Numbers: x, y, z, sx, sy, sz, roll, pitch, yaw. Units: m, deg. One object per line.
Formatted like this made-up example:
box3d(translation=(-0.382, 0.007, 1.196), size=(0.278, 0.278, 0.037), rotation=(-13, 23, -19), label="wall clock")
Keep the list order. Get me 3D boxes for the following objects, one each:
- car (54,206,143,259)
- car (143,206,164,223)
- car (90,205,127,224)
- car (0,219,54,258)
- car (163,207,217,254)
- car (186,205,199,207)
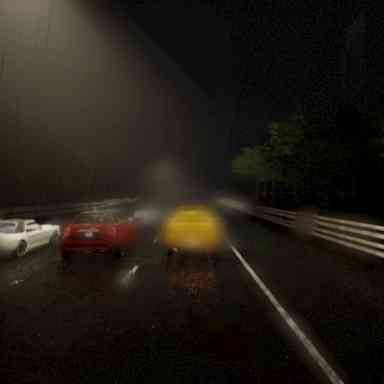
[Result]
box3d(translation=(-3.479, 1.490, 13.403), size=(2.097, 1.767, 4.553), rotation=(0, -1, 0), label="car")
box3d(translation=(-3.484, 1.871, 28.236), size=(1.895, 1.301, 4.718), rotation=(0, 0, 0), label="car")
box3d(translation=(-6.984, 1.871, 28.238), size=(1.895, 1.301, 4.718), rotation=(0, 0, 0), label="car")
box3d(translation=(-6.984, 1.738, 13.237), size=(1.895, 1.301, 4.718), rotation=(0, -1, 0), label="car")
box3d(translation=(0.029, 1.624, 14.253), size=(1.882, 1.535, 5.008), rotation=(0, 0, 1), label="car")
box3d(translation=(0.020, 1.836, 28.497), size=(1.994, 1.385, 4.181), rotation=(0, 0, 1), label="car")
